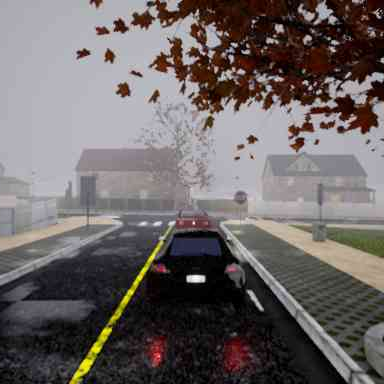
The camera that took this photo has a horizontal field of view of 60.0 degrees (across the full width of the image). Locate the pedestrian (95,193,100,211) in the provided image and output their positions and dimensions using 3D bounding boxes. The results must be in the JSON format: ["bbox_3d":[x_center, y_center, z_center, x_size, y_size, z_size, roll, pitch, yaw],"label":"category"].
[{"bbox_3d":[-9.719,1.049,33.889,0.375,1.860,0.375,0,-2,0],"label":"pedestrian"}]

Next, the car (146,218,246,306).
[{"bbox_3d":[0.093,1.571,8.135,1.994,1.385,4.181,0,0,1],"label":"car"}]

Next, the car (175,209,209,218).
[{"bbox_3d":[-0.043,1.618,19.237,1.895,1.301,4.718,0,0,-3],"label":"car"}]
